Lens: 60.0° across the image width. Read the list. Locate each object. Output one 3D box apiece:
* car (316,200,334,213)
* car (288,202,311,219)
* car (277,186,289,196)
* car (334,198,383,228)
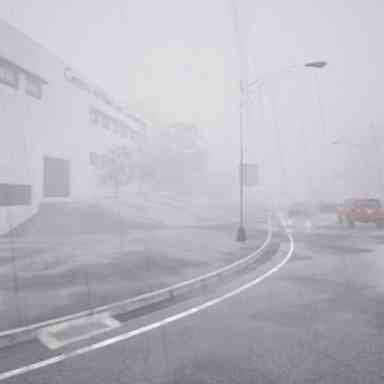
[{"bbox_3d":[15.734,1.645,38.948,1.882,1.535,5.008,0,1,13],"label":"car"},{"bbox_3d":[10.515,1.731,32.852,1.882,1.535,5.008,0,0,13],"label":"car"},{"bbox_3d":[19.999,-0.226,73.082,2.150,2.045,5.566,0,4,13],"label":"car"},{"bbox_3d":[12.372,1.446,24.634,2.150,2.045,5.566,0,0,13],"label":"car"}]
